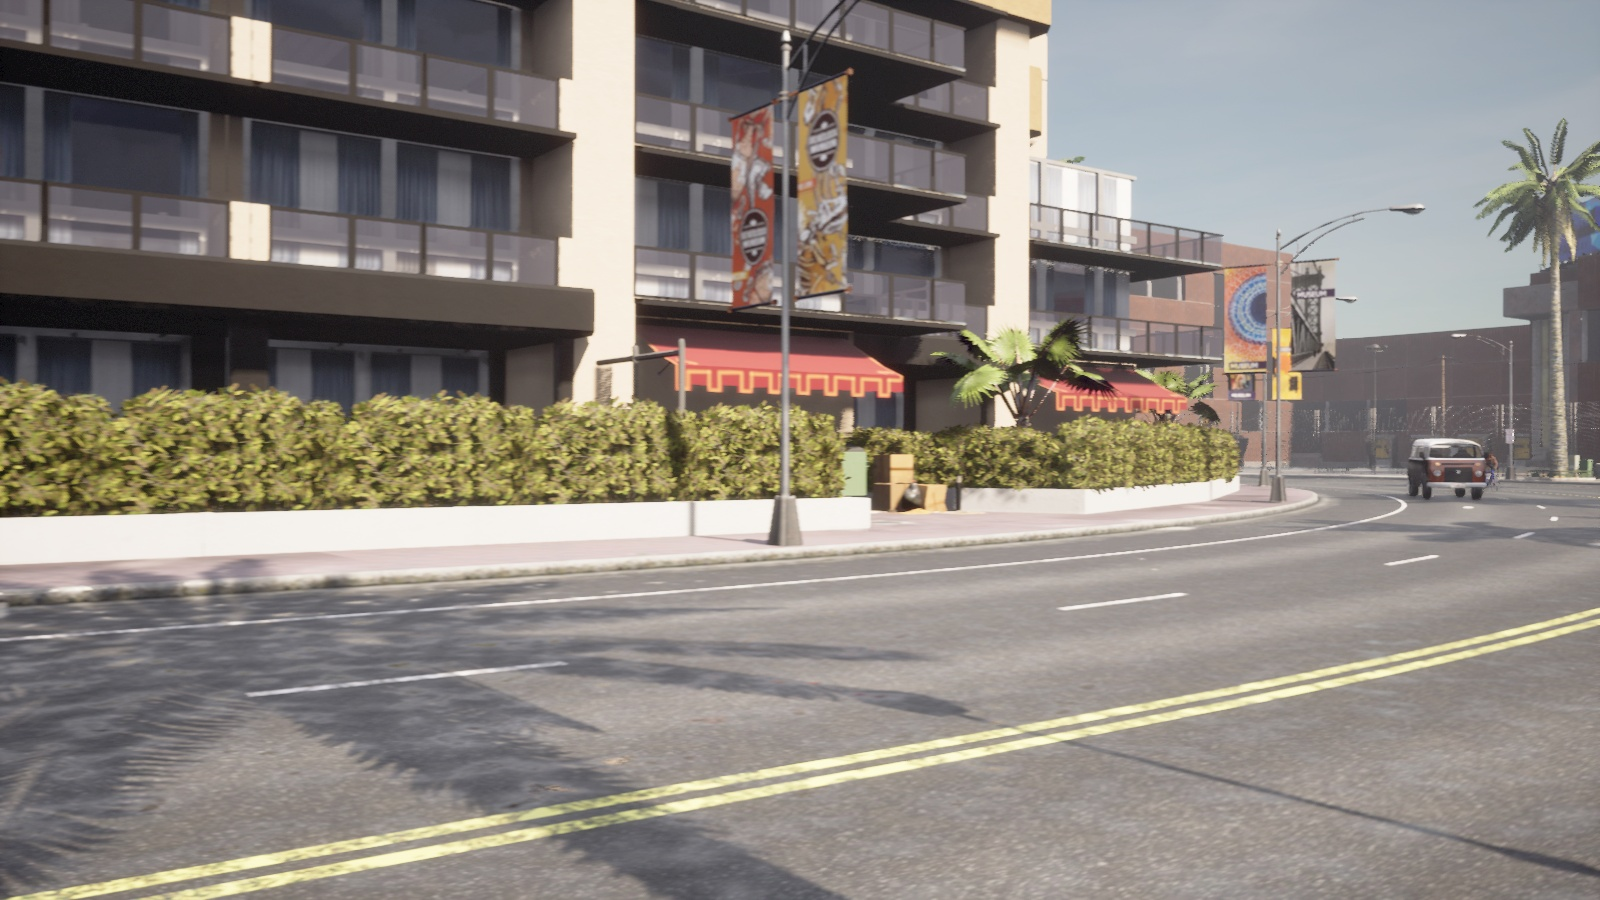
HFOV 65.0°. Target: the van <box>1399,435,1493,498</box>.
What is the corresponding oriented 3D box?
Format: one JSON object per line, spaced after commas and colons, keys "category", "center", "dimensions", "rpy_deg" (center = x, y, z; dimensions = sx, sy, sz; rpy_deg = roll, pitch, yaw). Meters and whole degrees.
{"category": "van", "center": [21.972, 0.527, 42.875], "dimensions": [2.069, 2.038, 4.480], "rpy_deg": [0, 0, 17]}
